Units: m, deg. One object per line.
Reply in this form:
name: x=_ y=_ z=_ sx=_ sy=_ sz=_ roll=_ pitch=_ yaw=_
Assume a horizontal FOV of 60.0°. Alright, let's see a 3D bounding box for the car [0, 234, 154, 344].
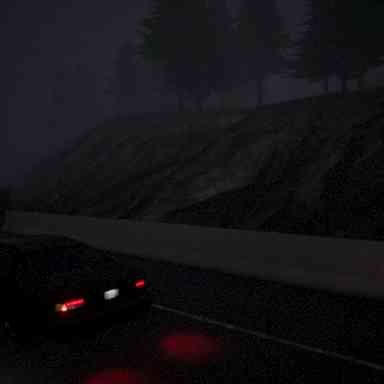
car: x=-3.165 y=1.566 z=6.476 sx=5.357 sy=1.411 sz=2.033 roll=0 pitch=0 yaw=38
